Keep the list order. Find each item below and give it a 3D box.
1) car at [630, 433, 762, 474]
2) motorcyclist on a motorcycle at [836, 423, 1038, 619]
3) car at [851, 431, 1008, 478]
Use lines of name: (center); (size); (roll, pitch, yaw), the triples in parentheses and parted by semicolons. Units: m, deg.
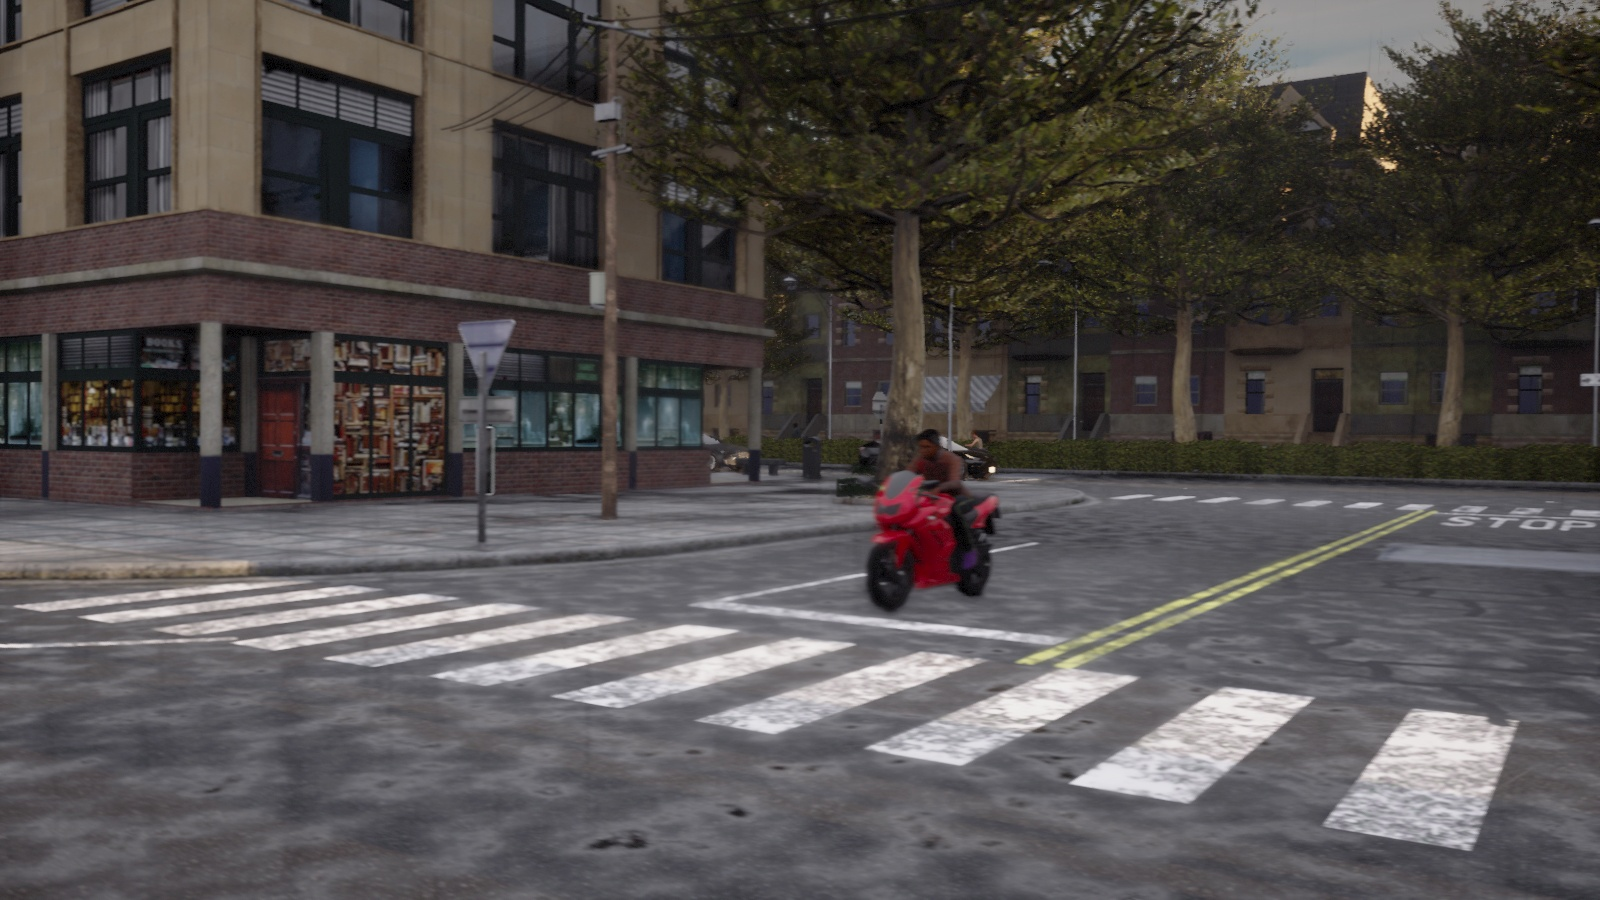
car: (-3.977, 0.122, 47.635); (4.892, 1.490, 1.837); (0, 1, 34)
motorcyclist on a motorcycle: (1.231, 0.557, 10.838); (0.797, 1.523, 2.044); (0, 0, 37)
car: (4.321, 0.117, 42.153); (4.792, 1.488, 2.163); (0, 1, 34)
